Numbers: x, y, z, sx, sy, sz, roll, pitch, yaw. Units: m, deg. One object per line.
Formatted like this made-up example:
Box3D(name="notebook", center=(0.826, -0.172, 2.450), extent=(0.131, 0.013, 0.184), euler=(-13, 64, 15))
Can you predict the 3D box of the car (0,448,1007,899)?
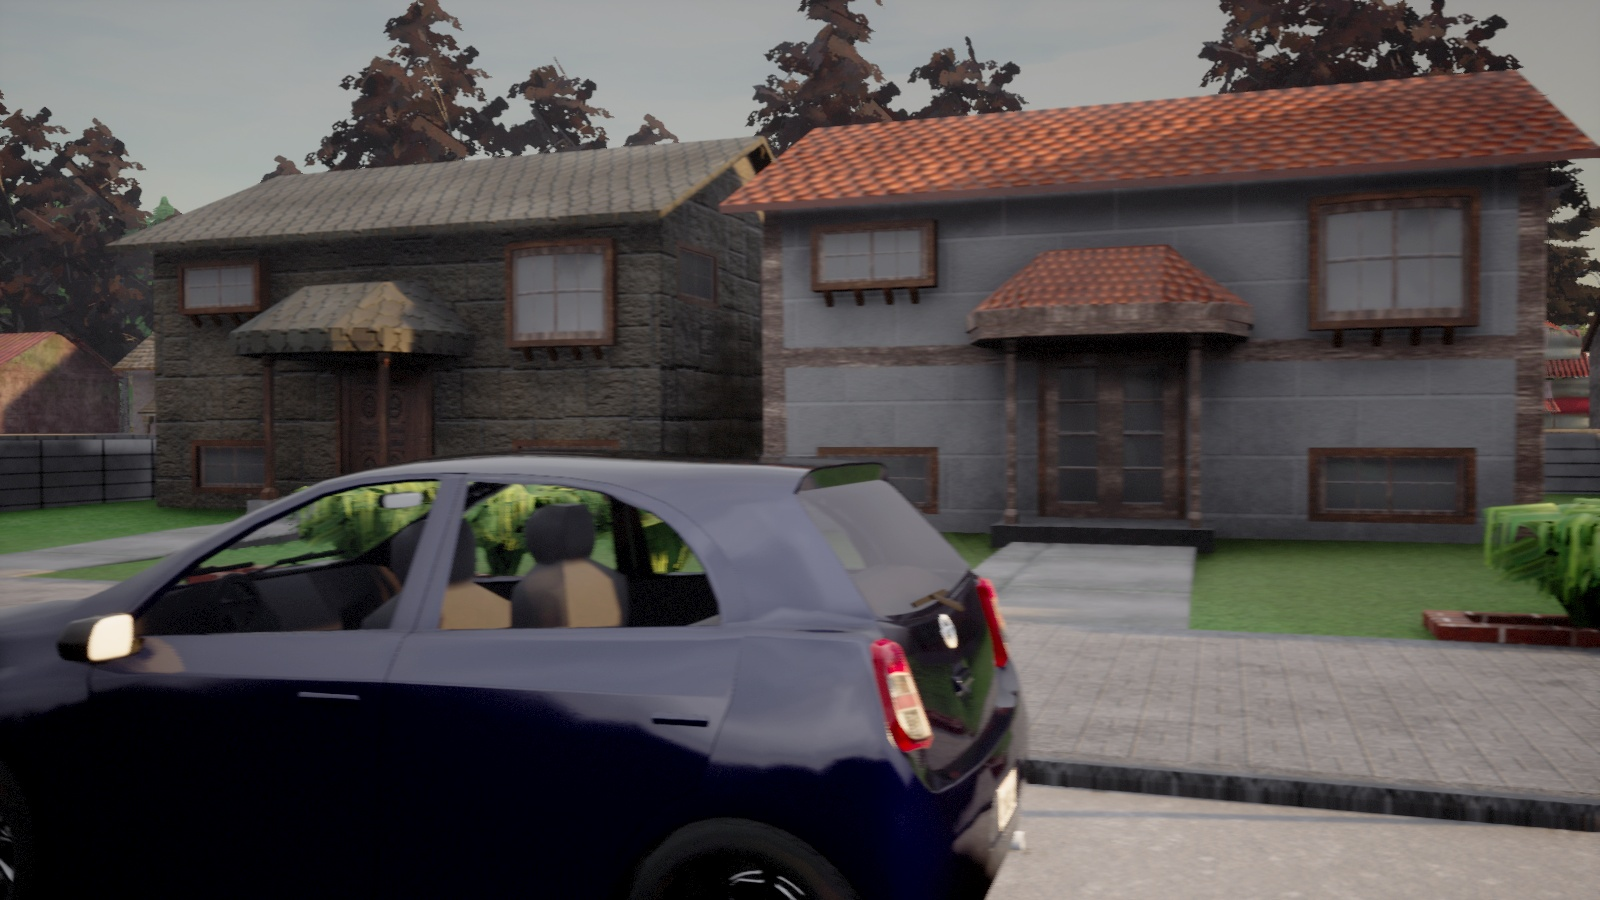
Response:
Box3D(name="car", center=(-1.288, 0.769, 4.154), extent=(3.633, 1.501, 1.845), euler=(1, 1, 19))
